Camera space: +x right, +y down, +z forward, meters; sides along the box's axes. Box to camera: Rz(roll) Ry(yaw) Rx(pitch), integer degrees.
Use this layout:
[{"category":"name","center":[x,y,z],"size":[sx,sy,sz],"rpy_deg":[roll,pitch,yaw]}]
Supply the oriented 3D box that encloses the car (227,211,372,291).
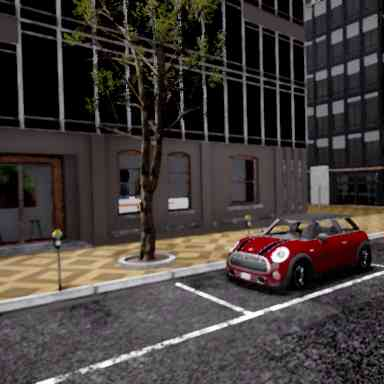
[{"category":"car","center":[2.810,1.325,8.612],"size":[4.097,1.590,1.967],"rpy_deg":[-1,0,-36]}]
